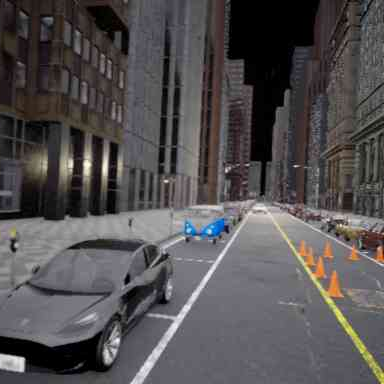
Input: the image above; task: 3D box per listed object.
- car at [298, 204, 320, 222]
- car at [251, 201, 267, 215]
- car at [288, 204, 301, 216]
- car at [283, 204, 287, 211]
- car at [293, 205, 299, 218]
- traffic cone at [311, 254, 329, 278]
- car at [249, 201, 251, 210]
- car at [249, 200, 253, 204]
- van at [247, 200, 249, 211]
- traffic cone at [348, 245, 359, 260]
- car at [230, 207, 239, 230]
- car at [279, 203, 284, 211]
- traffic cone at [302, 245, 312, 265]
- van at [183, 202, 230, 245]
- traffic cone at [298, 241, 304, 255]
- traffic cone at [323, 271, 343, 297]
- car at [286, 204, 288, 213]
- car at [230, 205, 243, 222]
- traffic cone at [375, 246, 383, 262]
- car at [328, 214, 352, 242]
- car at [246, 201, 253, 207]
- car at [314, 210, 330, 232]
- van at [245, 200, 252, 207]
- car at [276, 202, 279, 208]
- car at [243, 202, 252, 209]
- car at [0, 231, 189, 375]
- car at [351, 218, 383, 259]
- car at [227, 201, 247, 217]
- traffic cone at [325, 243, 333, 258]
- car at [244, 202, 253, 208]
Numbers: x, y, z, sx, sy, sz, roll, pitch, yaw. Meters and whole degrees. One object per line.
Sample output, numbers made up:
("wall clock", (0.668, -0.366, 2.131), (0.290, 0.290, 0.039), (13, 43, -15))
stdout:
("car", (13.501, 2.552, 37.258), (1.967, 1.590, 4.097), (3, -1, 11))
("car", (10.360, 2.626, 50.800), (1.812, 1.442, 4.674), (3, -1, 11))
("car", (15.736, 2.665, 48.308), (2.192, 1.841, 5.009), (3, -1, 11))
("car", (17.952, 3.154, 59.352), (1.947, 1.339, 4.313), (3, -1, 11))
("car", (14.610, 2.796, 42.781), (1.947, 1.339, 4.313), (3, -1, 11))
("traffic cone", (3.891, 2.270, 10.120), (0.340, 0.580, 0.340), (3, -1, 11))
("car", (7.383, 2.378, 49.989), (1.967, 1.590, 4.097), (3, -1, 11))
("car", (9.611, 2.616, 61.038), (1.967, 1.590, 4.097), (3, -1, 11))
("van", (6.273, 2.160, 44.466), (1.690, 1.788, 3.998), (3, -1, 11))
("traffic cone", (6.640, 2.451, 13.644), (0.340, 0.580, 0.340), (3, -1, 11))
("car", (1.805, 1.908, 22.367), (1.947, 1.339, 4.313), (3, -1, 11))
("car", (20.186, 3.267, 70.401), (1.967, 1.590, 4.097), (3, -1, 11))
("traffic cone", (4.286, 2.312, 12.081), (0.340, 0.580, 0.340), (3, -1, 11))
("van", (0.702, 1.565, 16.845), (1.690, 1.788, 3.998), (3, -1, 11))
("traffic cone", (4.682, 2.354, 14.041), (0.340, 0.580, 0.340), (3, -1, 11))
("traffic cone", (3.496, 2.227, 8.160), (0.340, 0.580, 0.340), (3, -1, 11))
("car", (16.839, 3.013, 53.829), (1.887, 1.381, 4.507), (3, -1, 11))
("car", (2.920, 2.027, 27.891), (1.947, 1.339, 4.313), (3, -1, 11))
("traffic cone", (7.618, 2.499, 13.445), (0.340, 0.580, 0.340), (3, -1, 11))
("car", (10.188, 2.283, 20.853), (1.752, 1.417, 4.829), (3, -1, 11))
("car", (16.296, 3.339, 94.182), (1.967, 1.590, 4.097), (3, -1, 11))
("car", (11.268, 2.424, 26.210), (2.008, 1.369, 4.403), (3, -1, 11))
("van", (15.187, 3.118, 88.659), (1.690, 1.788, 3.998), (3, -1, 11))
("car", (22.408, 3.633, 81.447), (1.947, 1.339, 4.313), (3, -1, 11))
("car", (12.916, 3.056, 77.443), (1.752, 1.417, 4.829), (3, -1, 11))
("car", (-1.538, 1.552, 5.794), (1.947, 1.339, 4.313), (3, -1, 11))
("car", (9.045, 2.076, 15.163), (1.967, 1.590, 4.097), (3, -1, 11))
("car", (4.046, 1.896, 33.418), (2.192, 1.841, 5.009), (3, -1, 11))
("traffic cone", (5.661, 2.402, 13.842), (0.340, 0.580, 0.340), (3, -1, 11))
("car", (14.062, 3.206, 83.132), (2.008, 1.369, 4.403), (3, -1, 11))
